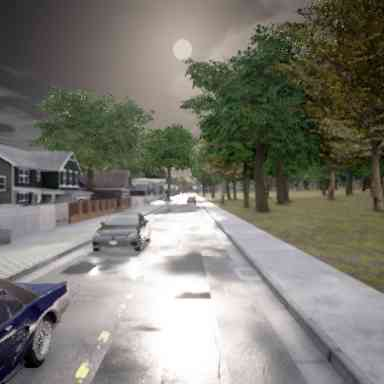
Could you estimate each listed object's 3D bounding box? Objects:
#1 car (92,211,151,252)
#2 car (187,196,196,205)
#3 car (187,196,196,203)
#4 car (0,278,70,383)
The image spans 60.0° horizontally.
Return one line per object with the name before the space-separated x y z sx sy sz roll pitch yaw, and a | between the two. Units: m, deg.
car | -2.857 1.596 14.383 1.812 1.442 4.674 0 0 0
car | -0.086 1.663 64.046 2.128 1.511 4.902 0 0 0
car | -0.100 1.565 74.465 2.033 1.411 5.357 0 0 0
car | -2.853 1.621 3.036 1.895 1.301 4.718 0 0 0
